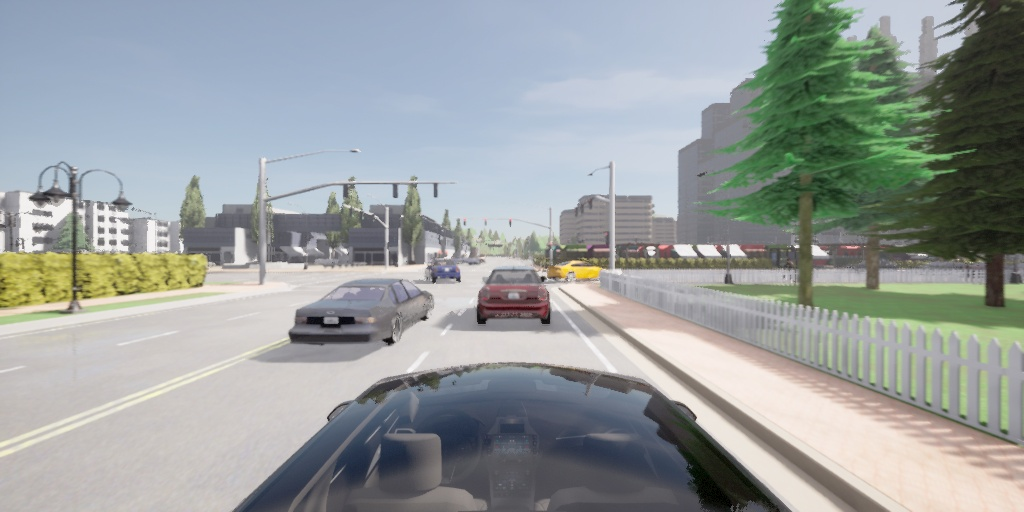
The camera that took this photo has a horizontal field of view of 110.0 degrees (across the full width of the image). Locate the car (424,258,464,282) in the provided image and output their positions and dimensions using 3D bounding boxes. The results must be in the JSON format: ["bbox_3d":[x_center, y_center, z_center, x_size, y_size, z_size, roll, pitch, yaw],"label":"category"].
[{"bbox_3d":[-5.421,1.018,27.493,2.097,1.767,4.553,0,0,-22],"label":"car"}]

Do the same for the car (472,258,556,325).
[{"bbox_3d":[0.064,1.072,11.801,2.097,1.767,4.553,0,0,0],"label":"car"}]

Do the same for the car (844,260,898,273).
[{"bbox_3d":[39.221,1.138,39.239,4.892,1.490,1.837,0,0,-1],"label":"car"}]

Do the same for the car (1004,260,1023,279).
[{"bbox_3d":[42.241,1.213,28.704,5.357,1.411,2.033,0,0,-1],"label":"car"}]

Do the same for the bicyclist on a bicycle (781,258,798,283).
[{"bbox_3d":[18.792,0.981,24.265,0.582,1.620,1.656,0,0,-1],"label":"bicyclist on a bicycle"}]

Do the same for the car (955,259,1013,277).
[{"bbox_3d":[43.267,1.217,32.202,4.181,1.385,1.994,0,0,-3],"label":"car"}]

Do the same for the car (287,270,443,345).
[{"bbox_3d":[-3.455,1.273,9.397,2.033,1.411,5.357,0,0,0],"label":"car"}]

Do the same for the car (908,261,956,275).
[{"bbox_3d":[43.094,1.190,35.808,5.357,1.411,2.033,0,0,-1],"label":"car"}]

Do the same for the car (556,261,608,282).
[{"bbox_3d":[5.140,1.146,27.386,5.008,1.535,1.882,0,-2,-26],"label":"car"}]
